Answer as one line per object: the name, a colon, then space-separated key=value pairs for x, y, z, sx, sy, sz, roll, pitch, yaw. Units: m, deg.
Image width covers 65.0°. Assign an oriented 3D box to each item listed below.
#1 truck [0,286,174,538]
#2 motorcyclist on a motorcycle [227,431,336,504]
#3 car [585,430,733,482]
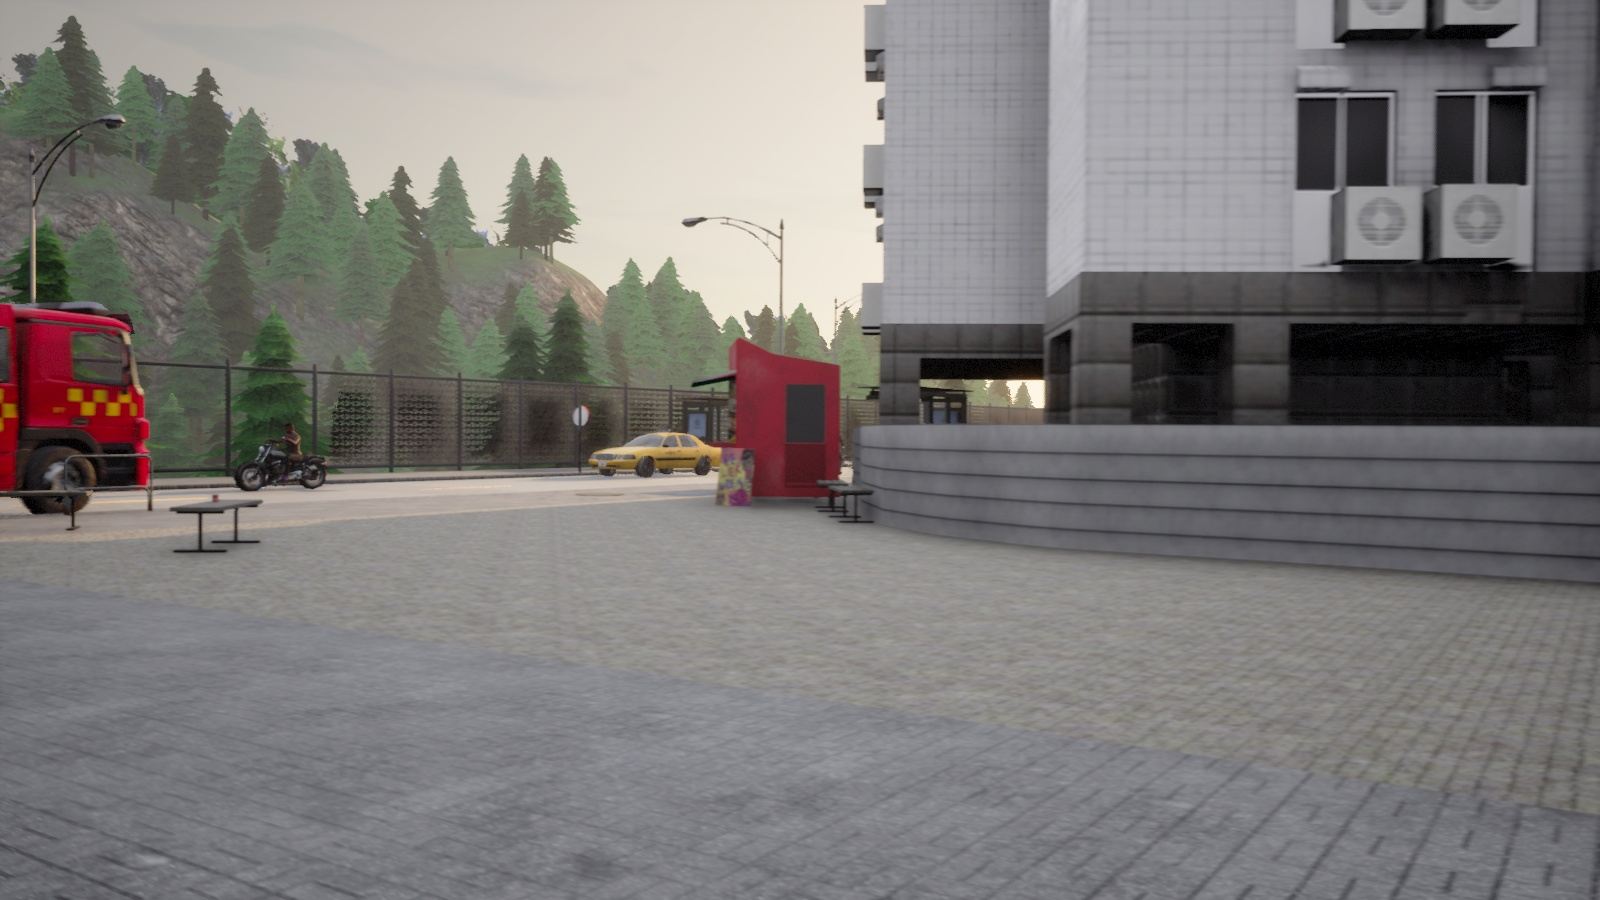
truck: x=-13.954 y=-0.560 z=18.569 sx=2.891 sy=3.827 sz=8.468 roll=0 pitch=1 yaw=24
motorcyclist on a motorcycle: x=-12.246 y=0.387 z=29.744 sx=0.766 sy=1.649 sz=2.350 roll=0 pitch=1 yaw=34
car: x=-4.534 y=0.147 z=41.362 sx=1.801 sy=1.575 sz=5.366 roll=0 pitch=1 yaw=34
